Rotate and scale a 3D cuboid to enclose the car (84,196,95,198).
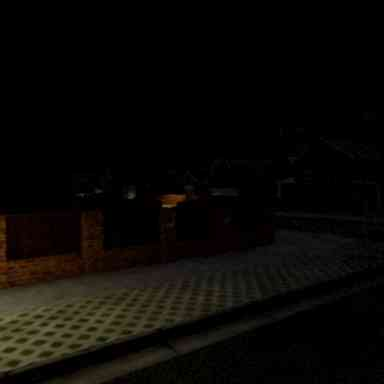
[{"bbox_3d":[-15.300,1.316,49.307,2.033,1.411,5.357,-1,0,-35],"label":"car"}]
